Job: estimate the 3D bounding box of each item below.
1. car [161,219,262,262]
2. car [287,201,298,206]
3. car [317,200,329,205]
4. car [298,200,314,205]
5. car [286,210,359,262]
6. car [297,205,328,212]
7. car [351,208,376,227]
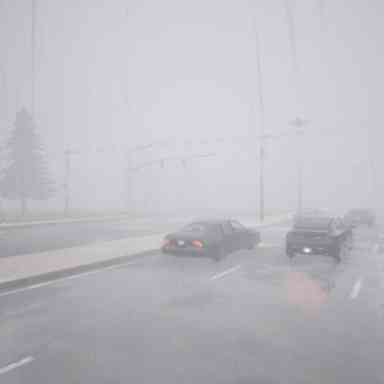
[{"bbox_3d":[1.008,1.758,13.146,2.033,1.411,5.357,-1,-1,33],"label":"car"},{"bbox_3d":[24.746,2.751,81.558,1.895,1.301,4.718,-1,-1,32],"label":"car"},{"bbox_3d":[30.713,2.582,77.901,1.812,1.442,4.674,-1,-1,32],"label":"car"},{"bbox_3d":[27.750,2.585,79.764,1.882,1.535,5.008,-1,-1,32],"label":"car"},{"bbox_3d":[5.134,1.689,13.098,1.837,1.490,4.892,-1,-1,33],"label":"car"},{"bbox_3d":[9.774,1.980,27.203,1.895,1.301,4.718,-1,-1,32],"label":"car"},{"bbox_3d":[13.201,1.904,26.095,1.994,1.385,4.181,-1,-1,32],"label":"car"}]
